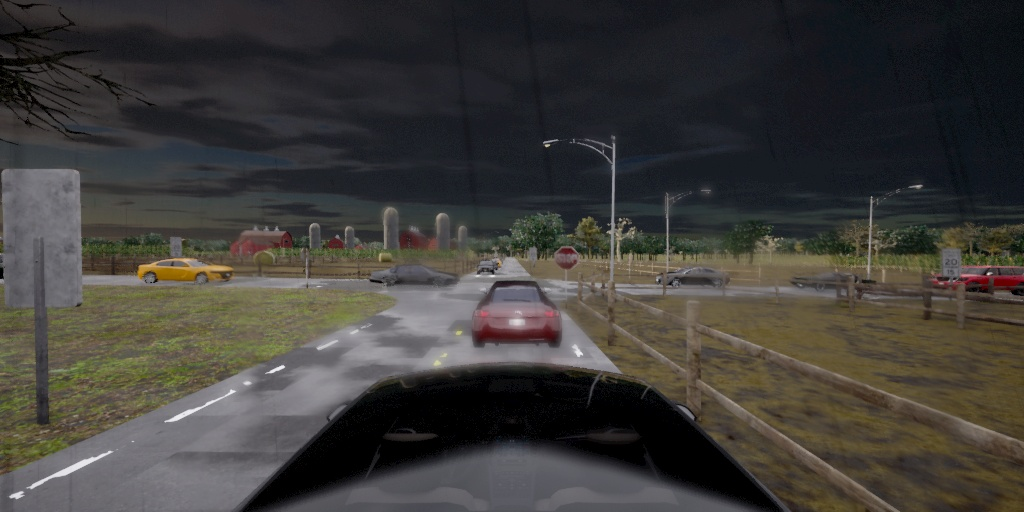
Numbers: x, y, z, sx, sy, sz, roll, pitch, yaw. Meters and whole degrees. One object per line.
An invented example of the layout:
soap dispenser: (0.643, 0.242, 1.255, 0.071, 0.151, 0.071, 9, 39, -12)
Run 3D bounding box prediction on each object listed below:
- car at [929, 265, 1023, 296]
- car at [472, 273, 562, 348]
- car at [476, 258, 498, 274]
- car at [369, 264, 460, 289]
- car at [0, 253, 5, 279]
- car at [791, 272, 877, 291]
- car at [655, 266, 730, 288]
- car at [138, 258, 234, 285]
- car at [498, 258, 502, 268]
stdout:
car: (33.342, 1.684, 25.530, 5.566, 2.045, 2.150, 1, 1, 0)
car: (0.099, 1.311, 9.267, 1.994, 1.385, 4.181, 0, 0, 0)
car: (-2.801, 1.224, 39.631, 1.837, 1.490, 4.892, 0, 0, -1)
car: (-6.016, 1.226, 22.365, 5.357, 1.411, 2.033, 1, 1, 0)
car: (-31.023, 0.621, 22.221, 4.553, 1.767, 2.097, 1, 1, 0)
car: (22.719, 1.811, 25.480, 4.718, 1.301, 1.895, 1, 1, 0)
car: (12.755, 1.486, 25.420, 4.902, 1.511, 2.128, 1, 1, 0)
car: (-20.120, 0.915, 22.279, 5.008, 1.535, 1.882, 1, 1, 0)
car: (-2.835, 1.195, 49.010, 2.128, 1.511, 4.902, 0, 0, 0)
